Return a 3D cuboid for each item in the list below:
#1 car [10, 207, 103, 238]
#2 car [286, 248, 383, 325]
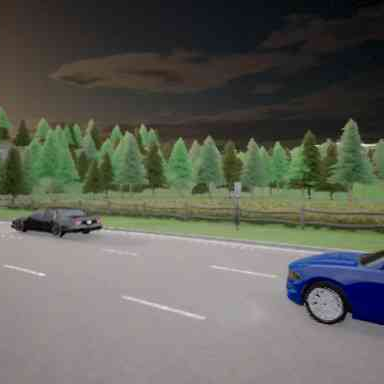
[{"bbox_3d":[-7.046,1.473,17.143,5.357,1.411,2.033,0,0,31],"label":"car"},{"bbox_3d":[4.074,1.479,5.387,5.008,1.535,1.882,0,0,36],"label":"car"}]
